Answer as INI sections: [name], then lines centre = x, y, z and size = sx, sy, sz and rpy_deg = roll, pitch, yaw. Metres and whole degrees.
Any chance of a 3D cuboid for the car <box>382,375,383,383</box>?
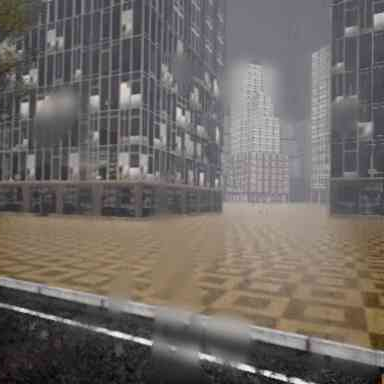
[car]
centre = 3.828, 1.476, 2.131
size = 4.553, 1.767, 2.097
rpy_deg = 0, -2, 29
